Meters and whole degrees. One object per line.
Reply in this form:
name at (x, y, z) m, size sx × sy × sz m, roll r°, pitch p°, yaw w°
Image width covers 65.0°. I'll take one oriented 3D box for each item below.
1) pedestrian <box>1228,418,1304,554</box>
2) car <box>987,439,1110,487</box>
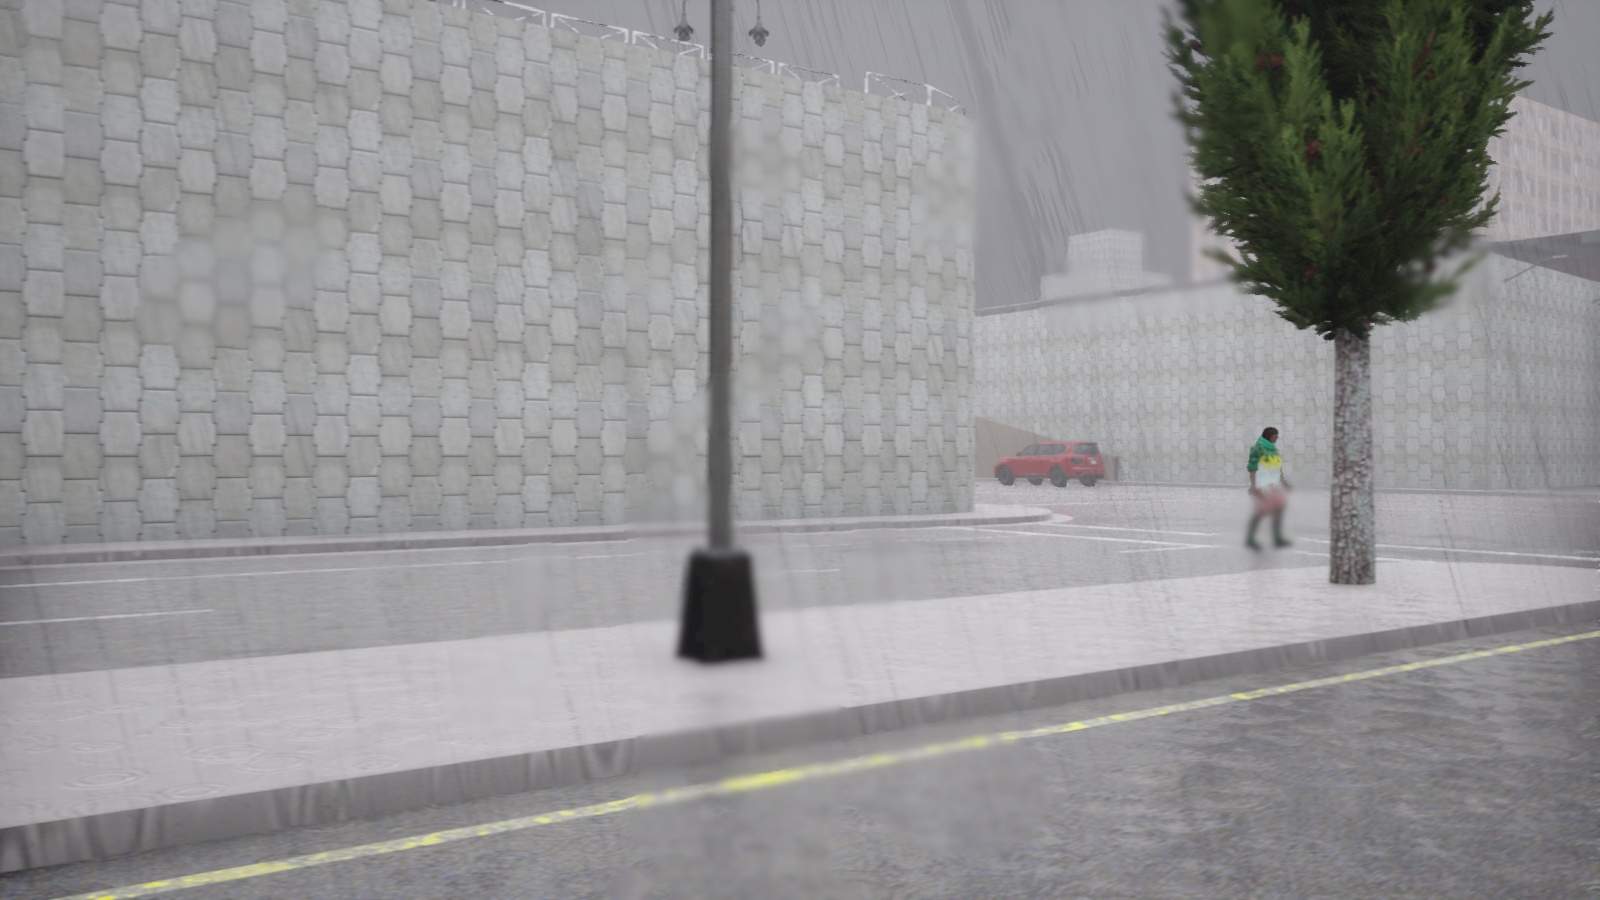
pedestrian at (6.882, 0.521, 18.551) m, size 0.873 × 1.952 × 0.659 m, roll 0°, pitch 0°, yaw 43°
car at (11.172, 0.580, 56.874) m, size 2.150 × 2.045 × 5.566 m, roll 0°, pitch 0°, yaw -34°
